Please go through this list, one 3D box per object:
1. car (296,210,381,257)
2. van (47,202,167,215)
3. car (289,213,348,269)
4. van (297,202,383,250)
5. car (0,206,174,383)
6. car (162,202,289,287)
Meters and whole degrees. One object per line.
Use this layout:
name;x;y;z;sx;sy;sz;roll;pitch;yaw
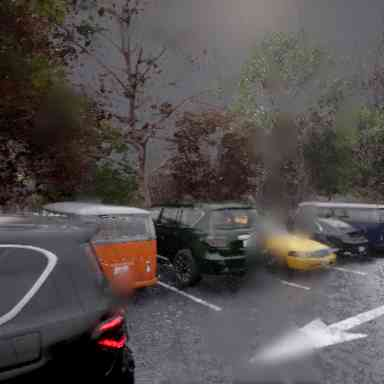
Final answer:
car;4.279;1.648;13.118;2.231;1.521;4.892;1;-1;-36
van;-2.645;1.281;8.320;1.878;1.987;4.442;1;-1;-36
car;2.132;1.592;11.364;1.946;1.575;5.366;1;-1;-36
van;6.465;1.476;14.832;1.878;1.987;4.442;1;-1;-36
car;-3.057;1.207;1.809;5.566;2.045;2.150;1;0;-36
car;-0.240;1.295;9.929;2.435;2.045;5.566;1;-1;-36
